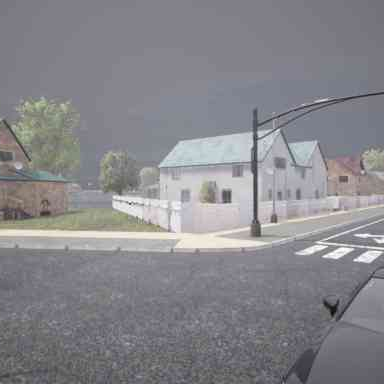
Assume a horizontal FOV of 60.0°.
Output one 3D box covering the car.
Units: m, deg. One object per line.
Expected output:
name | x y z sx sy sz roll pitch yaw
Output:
car | 2.531 1.524 3.416 1.812 1.442 4.674 0 0 42
